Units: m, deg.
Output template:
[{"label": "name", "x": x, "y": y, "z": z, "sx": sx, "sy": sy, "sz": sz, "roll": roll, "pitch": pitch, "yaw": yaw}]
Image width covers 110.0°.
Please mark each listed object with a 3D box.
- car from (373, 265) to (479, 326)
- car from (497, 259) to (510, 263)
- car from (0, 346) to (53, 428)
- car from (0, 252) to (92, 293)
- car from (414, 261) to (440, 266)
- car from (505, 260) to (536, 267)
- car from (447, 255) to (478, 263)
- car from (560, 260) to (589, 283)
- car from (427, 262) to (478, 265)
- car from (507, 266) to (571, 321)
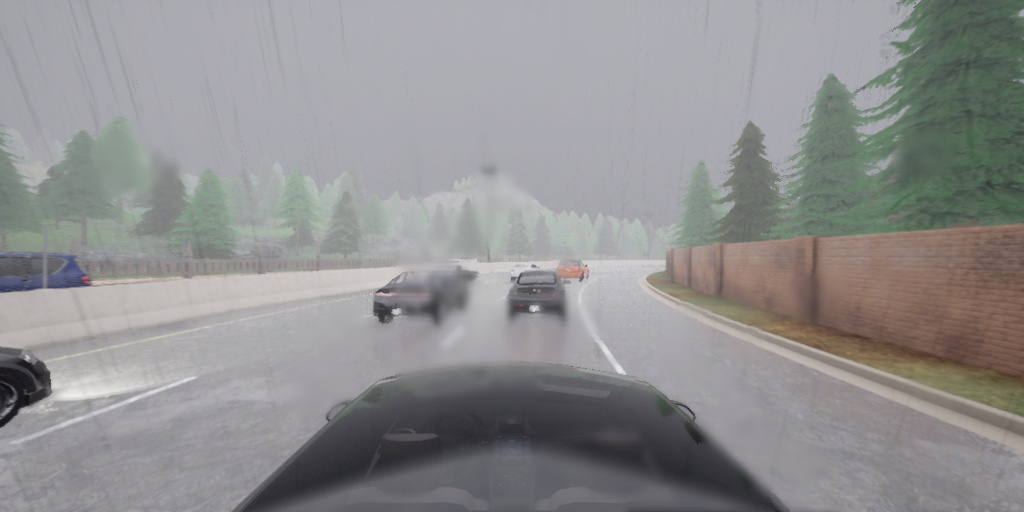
[{"label": "car", "x": -2.657, "y": 1.222, "z": 11.600, "sx": 2.128, "sy": 1.511, "sz": 4.902, "roll": 0, "pitch": 0, "yaw": 6}, {"label": "car", "x": -0.961, "y": 1.187, "z": 50.767, "sx": 1.882, "sy": 1.535, "sz": 5.008, "roll": 0, "pitch": 0, "yaw": 29}, {"label": "car", "x": -6.751, "y": 1.282, "z": 2.672, "sx": 1.994, "sy": 1.385, "sz": 4.181, "roll": 0, "pitch": 0, "yaw": 1}, {"label": "car", "x": -13.731, "y": 0.903, "z": 8.346, "sx": 2.150, "sy": 2.045, "sz": 5.566, "roll": 0, "pitch": 0, "yaw": 5}, {"label": "car", "x": -10.761, "y": 1.267, "z": 47.021, "sx": 1.895, "sy": 1.301, "sz": 4.718, "roll": 0, "pitch": 0, "yaw": 25}, {"label": "car", "x": 1.189, "y": 1.261, "z": 29.184, "sx": 1.812, "sy": 1.442, "sz": 4.674, "roll": 0, "pitch": 0, "yaw": 18}, {"label": "car", "x": -6.582, "y": 0.910, "z": 47.607, "sx": 2.150, "sy": 2.045, "sz": 5.566, "roll": 0, "pitch": 0, "yaw": 26}, {"label": "car", "x": 5.151, "y": 1.105, "z": 29.912, "sx": 2.097, "sy": 1.767, "sz": 4.553, "roll": 0, "pitch": 0, "yaw": 19}, {"label": "car", "x": -3.820, "y": 1.316, "z": 24.551, "sx": 1.895, "sy": 1.301, "sz": 4.718, "roll": 0, "pitch": 0, "yaw": 14}, {"label": "car", "x": 0.983, "y": 1.251, "z": 12.543, "sx": 1.837, "sy": 1.490, "sz": 4.892, "roll": 0, "pitch": 0, "yaw": 7}]
